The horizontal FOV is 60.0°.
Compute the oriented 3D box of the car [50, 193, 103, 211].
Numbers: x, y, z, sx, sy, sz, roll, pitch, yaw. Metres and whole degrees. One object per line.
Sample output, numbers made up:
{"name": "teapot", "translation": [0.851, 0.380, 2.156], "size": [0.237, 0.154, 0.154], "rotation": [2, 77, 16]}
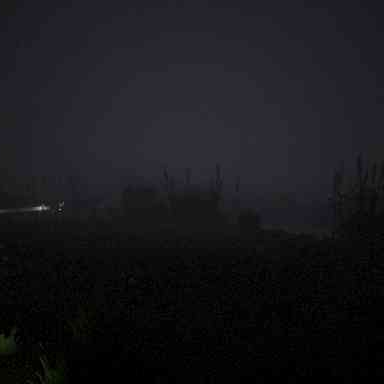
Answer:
{"name": "car", "translation": [-10.527, 0.961, 30.377], "size": [2.097, 1.767, 4.553], "rotation": [0, 3, 40]}
